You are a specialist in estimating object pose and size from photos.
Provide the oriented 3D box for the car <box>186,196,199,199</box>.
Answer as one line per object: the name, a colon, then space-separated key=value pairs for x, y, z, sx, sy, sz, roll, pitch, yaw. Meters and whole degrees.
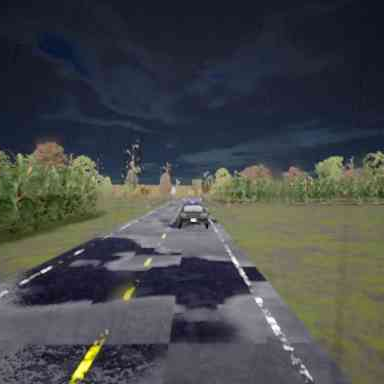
car: x=0.072 y=1.185 z=38.159 sx=2.097 sy=1.767 sz=4.553 roll=0 pitch=0 yaw=0

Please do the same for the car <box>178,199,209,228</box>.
car: x=0.085 y=1.435 z=21.296 sx=1.812 sy=1.442 sz=4.674 roll=0 pitch=0 yaw=0
